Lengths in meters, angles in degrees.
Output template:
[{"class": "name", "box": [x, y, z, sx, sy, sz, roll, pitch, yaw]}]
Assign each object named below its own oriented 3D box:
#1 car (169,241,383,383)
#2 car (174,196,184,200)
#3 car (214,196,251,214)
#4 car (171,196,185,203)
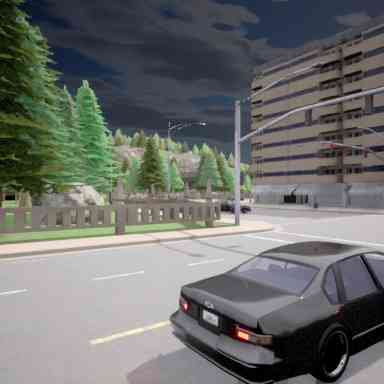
[{"class": "car", "box": [2.273, 1.547, 5.410, 5.357, 1.411, 2.033, 0, 0, -35]}, {"class": "car", "box": [-1.283, 1.434, 44.901, 2.128, 1.511, 4.902, 0, 0, -18]}, {"class": "car", "box": [3.799, 1.492, 34.770, 2.033, 1.411, 5.357, 0, 0, -33]}, {"class": "car", "box": [-2.757, 1.546, 66.588, 1.895, 1.301, 4.718, 0, 0, 12]}]
